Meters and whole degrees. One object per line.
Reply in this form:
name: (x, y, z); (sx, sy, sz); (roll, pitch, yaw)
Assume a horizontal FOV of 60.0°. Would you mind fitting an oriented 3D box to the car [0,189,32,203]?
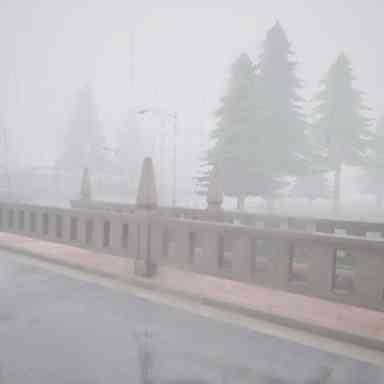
car: (-17.641, 0.511, 31.209); (1.837, 1.490, 4.892); (2, 1, 38)
